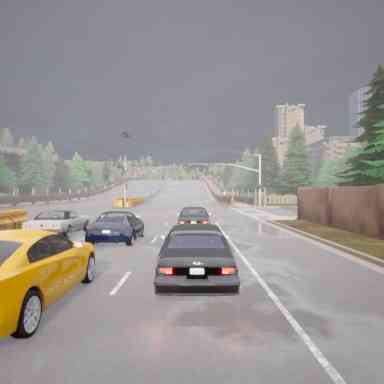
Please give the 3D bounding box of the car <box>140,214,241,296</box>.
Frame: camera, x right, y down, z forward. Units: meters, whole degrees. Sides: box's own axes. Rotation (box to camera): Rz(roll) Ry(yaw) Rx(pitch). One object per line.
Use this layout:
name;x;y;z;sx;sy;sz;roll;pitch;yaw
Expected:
car;0.092;1.546;8.806;2.033;1.411;5.357;0;0;0

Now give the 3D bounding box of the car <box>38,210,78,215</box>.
car;-6.916;1.598;17.582;1.895;1.301;4.718;0;0;0

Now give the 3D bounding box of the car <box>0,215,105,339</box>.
car;-3.406;1.477;6.596;1.882;1.535;5.008;0;0;0

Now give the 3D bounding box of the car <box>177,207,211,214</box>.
car;0.106;1.544;18.872;2.033;1.411;5.357;0;0;1

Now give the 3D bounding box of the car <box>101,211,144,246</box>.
car;-3.419;1.562;15.353;1.994;1.385;4.181;0;0;0
